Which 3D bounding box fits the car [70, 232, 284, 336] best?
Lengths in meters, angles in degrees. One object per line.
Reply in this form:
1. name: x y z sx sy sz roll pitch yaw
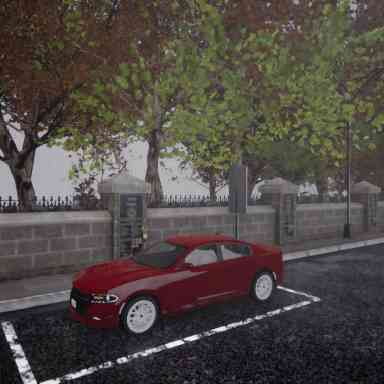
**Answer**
1. car: -0.077 1.545 6.663 4.507 1.381 1.887 0 0 -36
